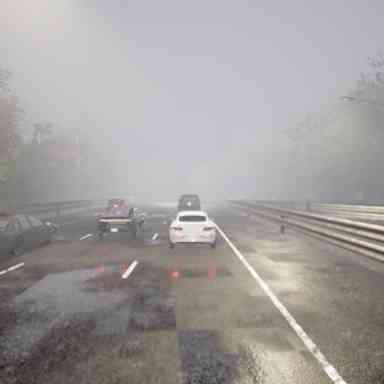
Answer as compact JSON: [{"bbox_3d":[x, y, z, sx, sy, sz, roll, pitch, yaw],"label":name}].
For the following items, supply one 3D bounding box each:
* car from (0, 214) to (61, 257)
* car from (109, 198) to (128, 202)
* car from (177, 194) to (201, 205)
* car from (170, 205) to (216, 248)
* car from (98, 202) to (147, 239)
[{"bbox_3d":[-6.972,1.553,12.963,2.033,1.411,5.357,0,0,-1],"label":"car"},{"bbox_3d":[-7.311,1.374,33.738,2.097,1.767,4.553,0,0,-1],"label":"car"},{"bbox_3d":[-0.291,1.239,33.121,2.150,2.045,5.566,0,0,-1],"label":"car"},{"bbox_3d":[0.010,1.530,14.578,1.812,1.442,4.674,0,0,-1],"label":"car"},{"bbox_3d":[-3.523,1.498,17.397,2.128,1.511,4.902,0,0,-1],"label":"car"}]
